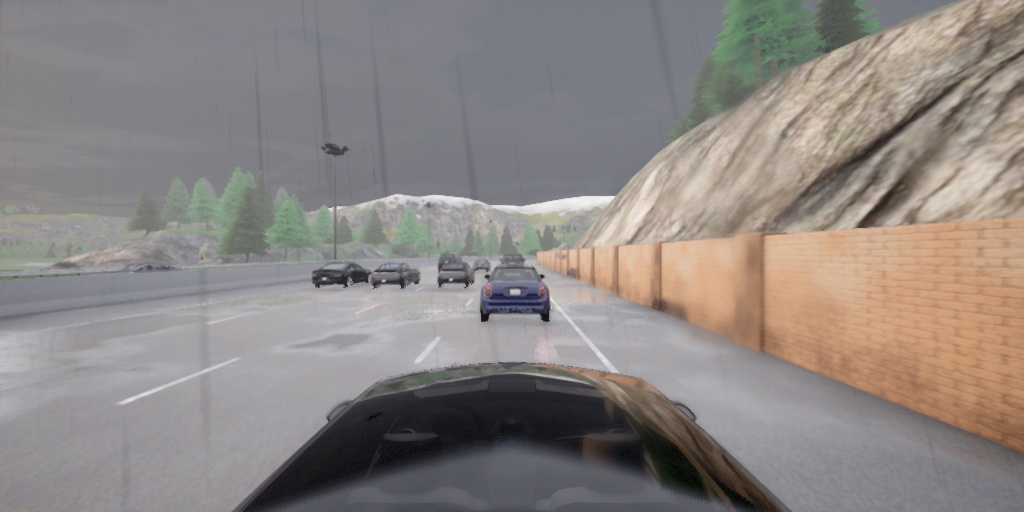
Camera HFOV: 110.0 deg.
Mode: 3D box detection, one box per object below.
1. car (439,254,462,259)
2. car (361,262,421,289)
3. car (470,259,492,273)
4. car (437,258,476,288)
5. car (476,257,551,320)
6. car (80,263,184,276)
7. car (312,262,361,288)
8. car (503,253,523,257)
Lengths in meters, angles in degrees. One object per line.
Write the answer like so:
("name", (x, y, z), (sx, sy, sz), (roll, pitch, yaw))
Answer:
("car", (-6.947, 0.737, 40.758), (2.150, 2.045, 5.566), (0, 0, 0))
("car", (-6.924, 1.124, 21.778), (2.128, 1.511, 4.902), (0, 1, 0))
("car", (-3.449, 1.060, 41.196), (2.033, 1.411, 5.357), (0, 0, 0))
("car", (-3.424, 1.116, 22.604), (2.128, 1.511, 4.902), (0, 0, 0))
("car", (0.089, 1.038, 12.380), (2.097, 1.767, 4.553), (0, 0, 0))
("car", (-21.022, 1.145, 20.033), (2.128, 1.511, 4.902), (0, 0, 0))
("car", (-10.424, 1.105, 22.390), (1.882, 1.535, 5.008), (0, 0, 0))
("car", (0.053, 0.791, 31.696), (2.150, 2.045, 5.566), (0, 0, -1))
